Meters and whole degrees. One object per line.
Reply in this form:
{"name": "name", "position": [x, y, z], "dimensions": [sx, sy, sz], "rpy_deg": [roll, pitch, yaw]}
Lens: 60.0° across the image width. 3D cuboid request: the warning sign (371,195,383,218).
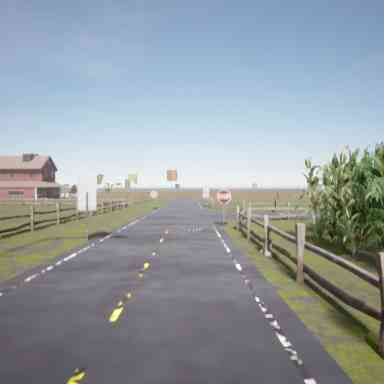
{"name": "warning sign", "position": [15.867, 1.179, 27.821], "dimensions": [1.060, 1.860, 1.300], "rpy_deg": [0, 1, 0]}
